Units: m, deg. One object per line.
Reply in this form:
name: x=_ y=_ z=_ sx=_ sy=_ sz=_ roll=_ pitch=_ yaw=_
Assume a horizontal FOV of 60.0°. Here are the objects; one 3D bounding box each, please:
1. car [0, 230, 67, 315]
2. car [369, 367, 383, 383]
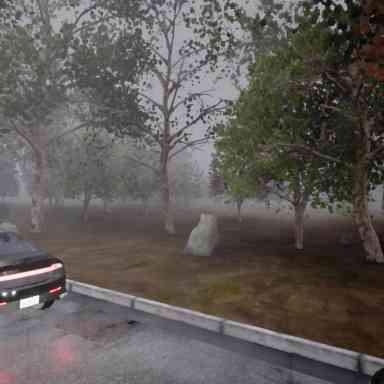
car: x=-4.503 y=1.501 z=6.593 sx=4.902 sy=1.511 sz=2.128 roll=0 pitch=0 yaw=36
car: x=3.227 y=1.490 z=1.075 sx=4.902 sy=1.511 sz=2.128 roll=0 pitch=0 yaw=36
